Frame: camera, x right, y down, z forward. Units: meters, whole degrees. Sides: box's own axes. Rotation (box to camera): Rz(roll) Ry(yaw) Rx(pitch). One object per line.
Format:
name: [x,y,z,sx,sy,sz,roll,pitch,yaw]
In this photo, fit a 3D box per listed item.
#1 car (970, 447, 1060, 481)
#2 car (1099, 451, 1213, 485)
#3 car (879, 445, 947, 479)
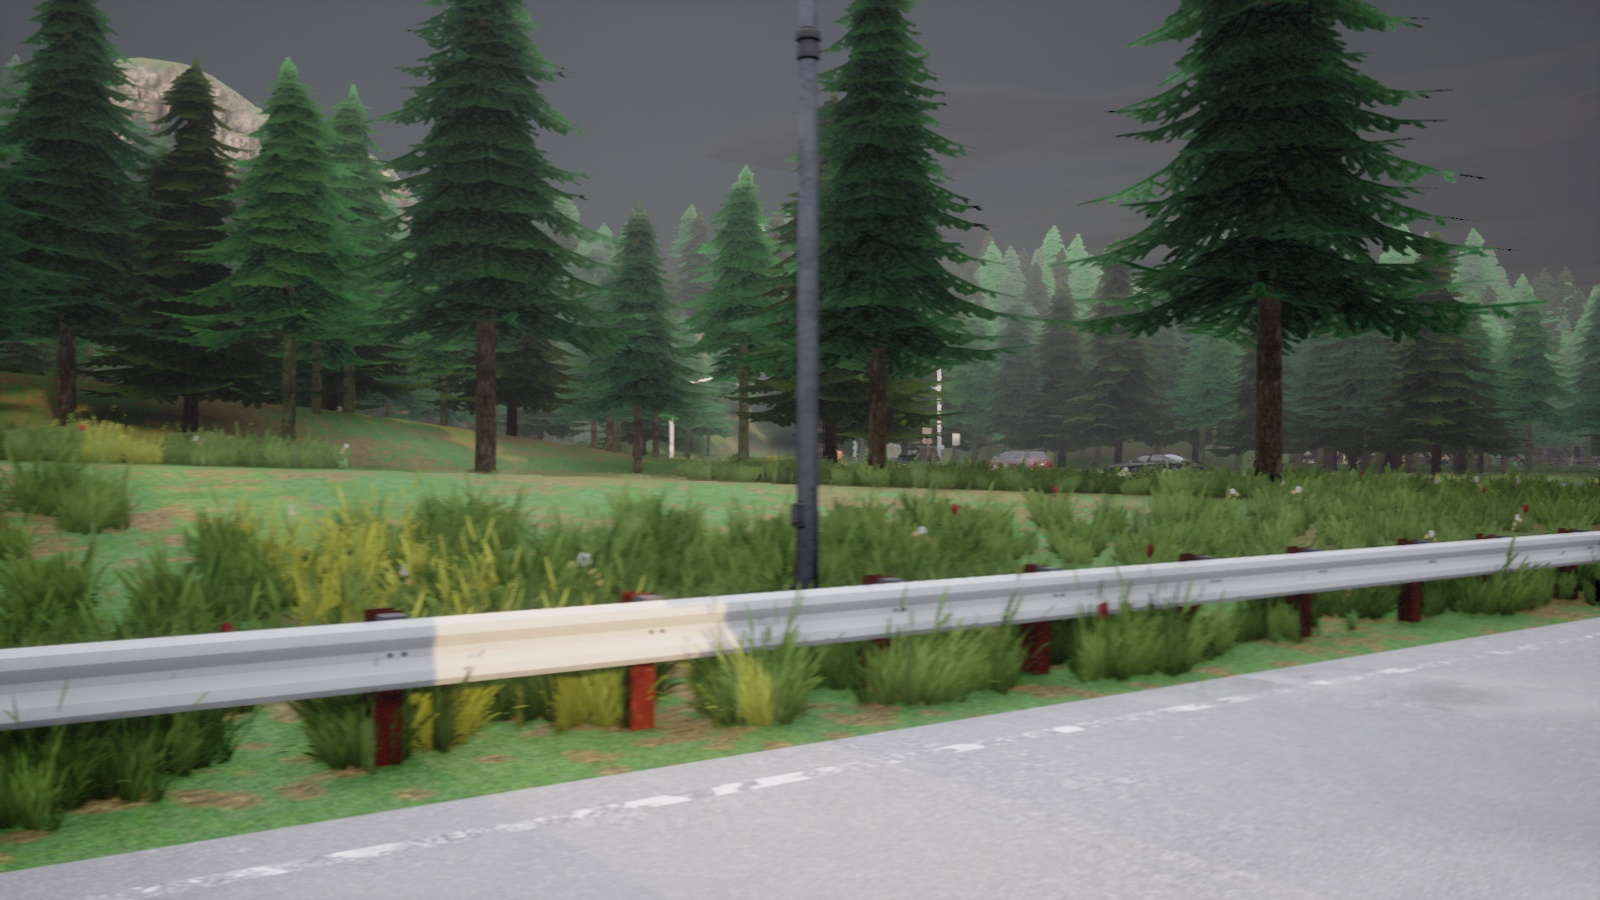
car: [11.235,0.714,65.949,2.097,1.767,4.553,0,0,-34]
car: [16.461,0.804,58.307,1.882,1.535,5.008,0,0,-35]
car: [6.547,0.679,72.980,1.905,1.878,3.866,0,0,-34]
